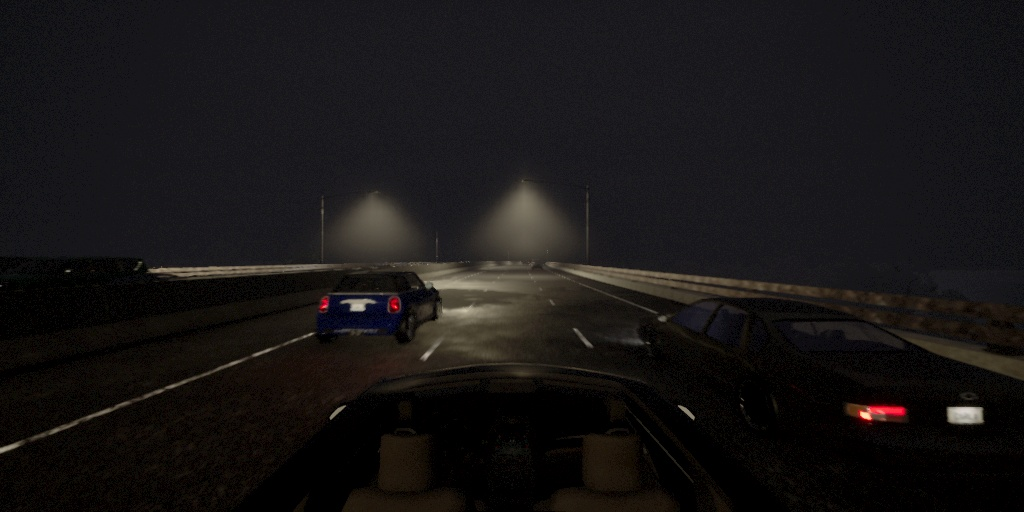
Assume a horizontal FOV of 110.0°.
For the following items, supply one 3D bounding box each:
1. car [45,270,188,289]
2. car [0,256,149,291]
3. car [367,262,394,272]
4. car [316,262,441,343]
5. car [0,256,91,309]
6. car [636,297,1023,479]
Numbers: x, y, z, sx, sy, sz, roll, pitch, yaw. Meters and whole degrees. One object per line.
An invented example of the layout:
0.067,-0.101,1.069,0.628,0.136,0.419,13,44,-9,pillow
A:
-14.047,1.375,13.708,1.994,1.385,4.181,0,0,0,car
-17.549,1.031,14.132,2.150,2.045,5.566,0,0,0,car
-20.214,1.660,55.346,2.128,1.511,4.902,0,-1,2,car
-3.375,1.150,10.005,2.097,1.767,4.553,0,0,0,car
-21.046,1.027,14.189,2.150,2.045,5.566,0,0,0,car
3.605,1.324,5.360,2.033,1.411,5.357,0,0,0,car
